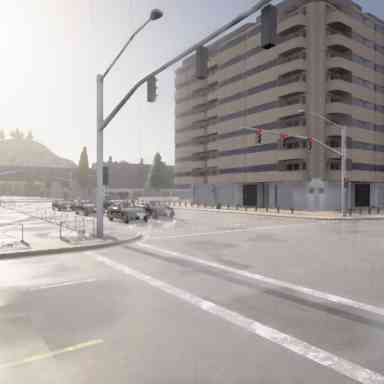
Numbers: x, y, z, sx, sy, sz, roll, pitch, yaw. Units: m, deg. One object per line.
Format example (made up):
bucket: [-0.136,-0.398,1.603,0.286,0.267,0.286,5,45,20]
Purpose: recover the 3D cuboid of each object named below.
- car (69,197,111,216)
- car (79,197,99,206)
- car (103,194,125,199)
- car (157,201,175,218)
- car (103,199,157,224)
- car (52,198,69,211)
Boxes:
car: [-10.279,1.547,33.231,2.128,1.511,4.902,0,0,-35]
car: [-17.125,1.619,55.355,1.994,1.385,4.181,0,0,-35]
car: [-9.065,1.277,37.573,2.150,2.045,5.566,0,0,-35]
car: [-3.365,1.547,29.522,2.128,1.511,4.902,0,0,-35]
car: [-5.032,1.547,25.819,2.128,1.511,4.902,0,0,-35]
car: [-16.086,1.547,41.446,2.128,1.511,4.902,0,0,-35]
